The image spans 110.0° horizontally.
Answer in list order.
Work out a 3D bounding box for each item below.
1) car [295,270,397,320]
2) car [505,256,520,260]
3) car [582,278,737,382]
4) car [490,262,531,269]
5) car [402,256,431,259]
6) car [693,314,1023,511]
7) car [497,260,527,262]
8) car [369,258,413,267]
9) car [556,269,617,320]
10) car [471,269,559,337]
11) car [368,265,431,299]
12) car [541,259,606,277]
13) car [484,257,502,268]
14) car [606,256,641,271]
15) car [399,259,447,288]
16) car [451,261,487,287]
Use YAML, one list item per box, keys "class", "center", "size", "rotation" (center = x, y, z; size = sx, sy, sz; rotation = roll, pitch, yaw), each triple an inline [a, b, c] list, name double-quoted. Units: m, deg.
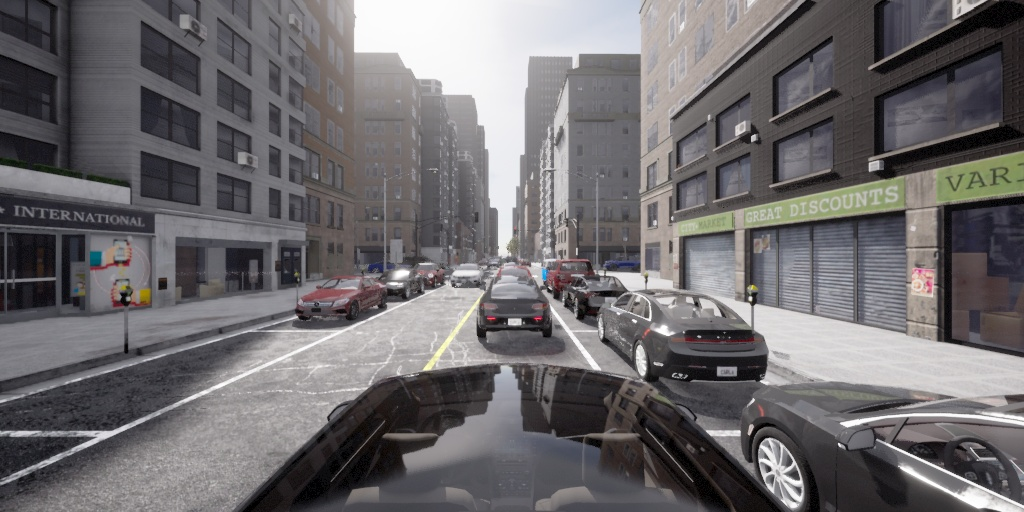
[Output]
- class: "car"
  center: [-5.664, 1.332, 12.466]
  size: [1.802, 1.307, 4.207]
  rotation: [0, 0, 0]
- class: "car"
  center: [-0.147, 0.996, 65.391]
  size: [2.150, 2.045, 5.566]
  rotation: [0, 0, -1]
- class: "car"
  center: [2.860, 1.300, 6.948]
  size: [2.007, 1.370, 4.403]
  rotation: [0, 0, 0]
- class: "car"
  center: [0.103, 1.228, 17.531]
  size: [1.882, 1.535, 5.008]
  rotation: [0, 0, 0]
- class: "car"
  center: [-10.746, 0.979, 43.485]
  size: [5.566, 2.045, 2.150]
  rotation: [0, 0, 0]
- class: "car"
  center: [2.859, 1.300, 1.425]
  size: [2.007, 1.370, 4.403]
  rotation: [0, 0, 0]
- class: "car"
  center: [0.071, 1.255, 27.703]
  size: [1.837, 1.490, 4.892]
  rotation: [0, 0, 2]
- class: "car"
  center: [-13.465, 1.234, 40.226]
  size: [5.008, 1.535, 1.882]
  rotation: [0, 0, 0]
- class: "car"
  center: [2.862, 1.316, 12.472]
  size: [1.948, 1.339, 4.313]
  rotation: [0, 0, 0]
- class: "car"
  center: [0.040, 1.276, 10.150]
  size: [1.812, 1.442, 4.674]
  rotation: [0, 0, -1]
- class: "car"
  center: [-5.663, 1.315, 17.991]
  size: [1.948, 1.339, 4.313]
  rotation: [0, 0, 0]
- class: "car"
  center: [2.863, 1.065, 17.996]
  size: [2.192, 1.841, 5.009]
  rotation: [0, 0, 0]
- class: "car"
  center: [-3.221, 1.317, 62.041]
  size: [2.033, 1.411, 5.357]
  rotation: [0, 0, -1]
- class: "car"
  center: [14.843, 0.960, 47.050]
  size: [5.566, 2.045, 2.150]
  rotation: [0, 0, 2]
- class: "car"
  center: [-5.661, 1.189, 23.516]
  size: [1.967, 1.591, 4.097]
  rotation: [0, 0, 0]
- class: "car"
  center: [-3.003, 1.275, 24.817]
  size: [1.812, 1.442, 4.674]
  rotation: [0, 0, 1]
